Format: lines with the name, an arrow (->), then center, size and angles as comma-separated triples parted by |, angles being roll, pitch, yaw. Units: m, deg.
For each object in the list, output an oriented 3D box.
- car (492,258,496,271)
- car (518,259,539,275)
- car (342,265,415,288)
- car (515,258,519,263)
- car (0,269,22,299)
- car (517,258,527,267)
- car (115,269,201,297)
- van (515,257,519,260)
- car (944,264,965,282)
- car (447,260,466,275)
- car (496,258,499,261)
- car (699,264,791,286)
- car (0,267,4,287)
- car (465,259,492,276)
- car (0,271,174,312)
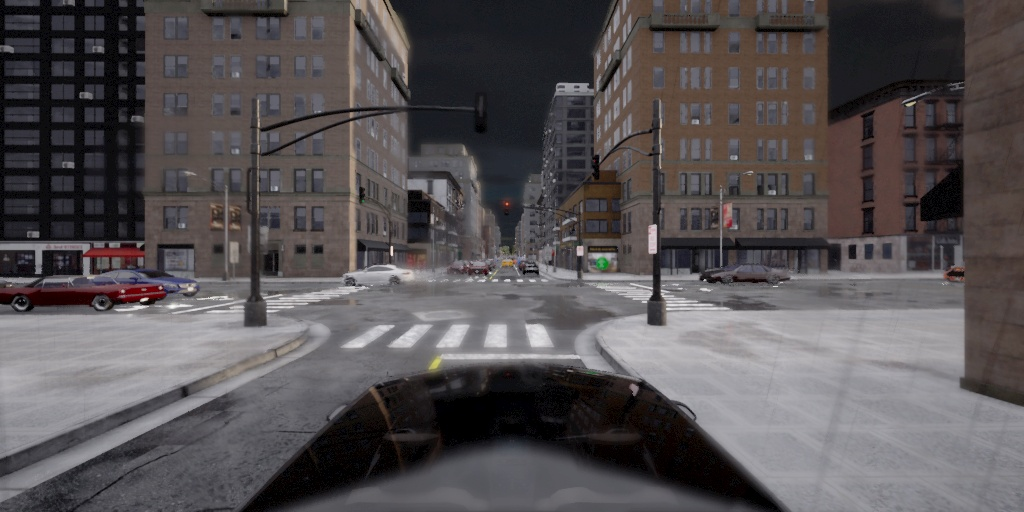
car -> -3.515, 1.306, 47.415 | 1.837, 1.490, 4.892 | 0, 0, 0
car -> 2.025, 1.354, 39.684 | 1.948, 1.339, 4.313 | 0, 0, 0
car -> -8.896, 1.305, 24.027 | 4.674, 1.442, 1.812 | -1, 0, -1
car -> 1.908, 1.384, 56.217 | 1.948, 1.339, 4.313 | 0, 0, 0
car -> -27.462, 1.396, 17.097 | 5.357, 1.411, 2.033 | 0, 0, -1
car -> 1.947, 1.389, 50.706 | 1.802, 1.307, 4.207 | 0, 0, 0
car -> -17.736, 1.336, 17.211 | 4.674, 1.442, 1.812 | 0, 0, 1
van -> 1.869, 1.171, 61.727 | 1.690, 1.789, 3.998 | 0, 0, 0
car -> 32.683, 0.968, 24.524 | 4.553, 1.767, 2.097 | 0, 0, -1
car -> -6.000, 1.228, 39.628 | 1.967, 1.591, 4.097 | 0, 0, 0
car -> -3.576, 1.422, 57.555 | 1.895, 1.301, 4.718 | 0, 0, 0
car -> 15.733, 1.236, 24.323 | 5.357, 1.411, 2.033 | 0, 0, -1
car -> -37.723, 1.447, 23.676 | 5.357, 1.411, 2.033 | 0, 0, -1
car -> -3.450, 1.263, 37.822 | 1.882, 1.535, 5.008 | 0, 0, 0
car -> -16.565, 1.401, 13.982 | 4.718, 1.301, 1.895 | 0, 0, -1
